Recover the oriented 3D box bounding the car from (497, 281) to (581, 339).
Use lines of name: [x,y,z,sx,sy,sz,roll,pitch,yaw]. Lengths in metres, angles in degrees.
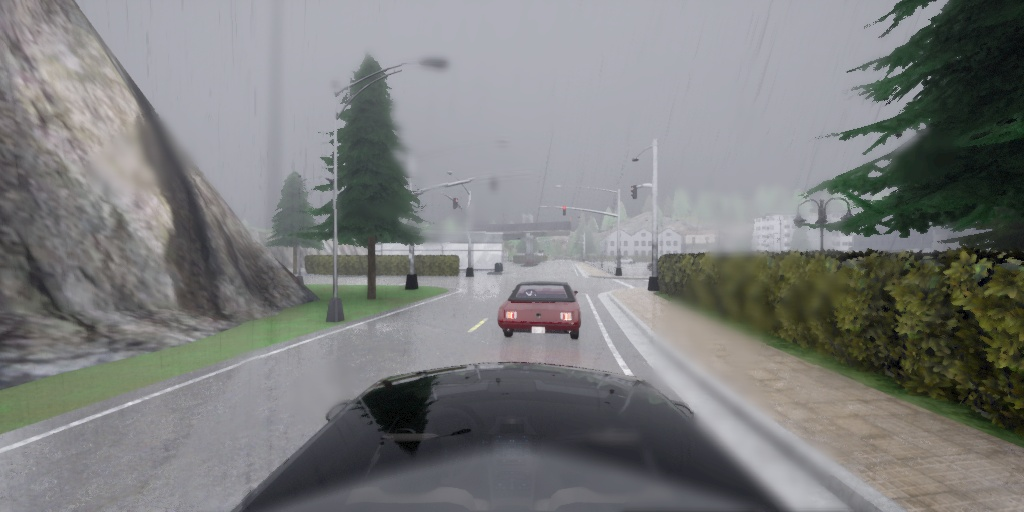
car: [0.914,1.351,10.127,1.895,1.301,4.718,0,0,8]
